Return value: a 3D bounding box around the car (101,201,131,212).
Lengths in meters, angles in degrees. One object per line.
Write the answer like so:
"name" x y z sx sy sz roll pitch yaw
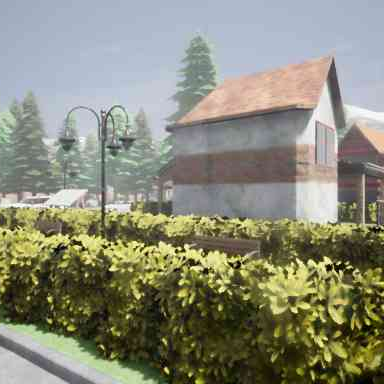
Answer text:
"car" -7.965 1.687 37.054 1.812 1.442 4.674 0 0 37

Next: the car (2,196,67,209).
"car" -13.702 1.382 29.114 2.150 2.045 5.566 0 0 36

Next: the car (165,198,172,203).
"car" -1.411 1.383 45.545 2.150 2.045 5.566 0 0 40
